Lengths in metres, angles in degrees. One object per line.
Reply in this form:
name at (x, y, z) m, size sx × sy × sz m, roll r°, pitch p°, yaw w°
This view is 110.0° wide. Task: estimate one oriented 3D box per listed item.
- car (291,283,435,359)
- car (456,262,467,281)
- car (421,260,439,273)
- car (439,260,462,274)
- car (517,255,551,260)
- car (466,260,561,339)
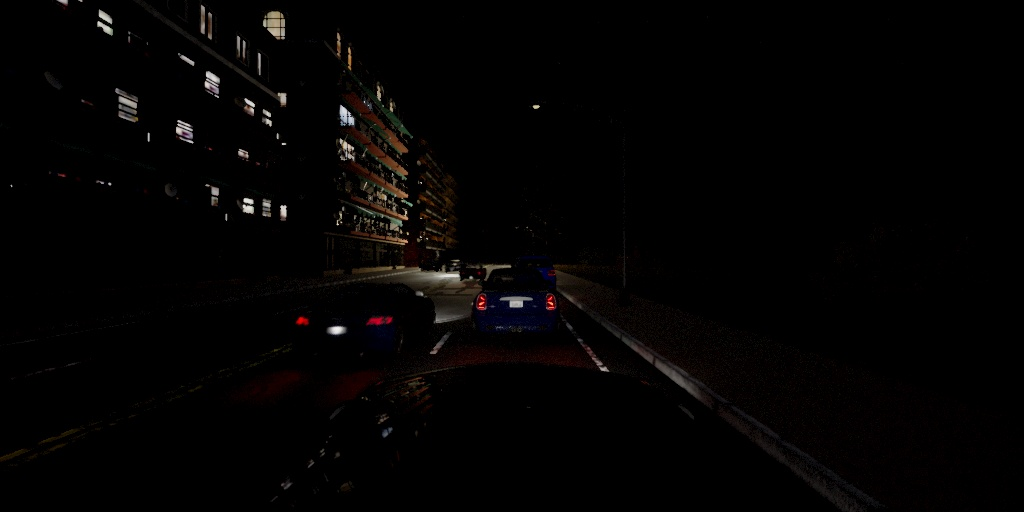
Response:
car at (-3.152, 1.314, 8.452) m, size 1.994 × 1.385 × 4.181 m, roll 0°, pitch 0°, yaw 0°
car at (-3.150, 1.353, 29.933) m, size 1.895 × 1.301 × 4.718 m, roll 0°, pitch 0°, yaw 0°
car at (-9.848, 1.229, 44.342) m, size 1.882 × 1.535 × 5.008 m, roll 0°, pitch 0°, yaw 0°
car at (-6.599, 1.243, 41.685) m, size 2.128 × 1.511 × 4.902 m, roll 0°, pitch 0°, yaw 0°
car at (1.136, 0.977, 19.768) m, size 2.150 × 2.045 × 5.566 m, roll 0°, pitch 0°, yaw 0°
car at (0.097, 1.103, 10.193) m, size 2.097 × 1.767 × 4.553 m, roll 0°, pitch 0°, yaw 0°
